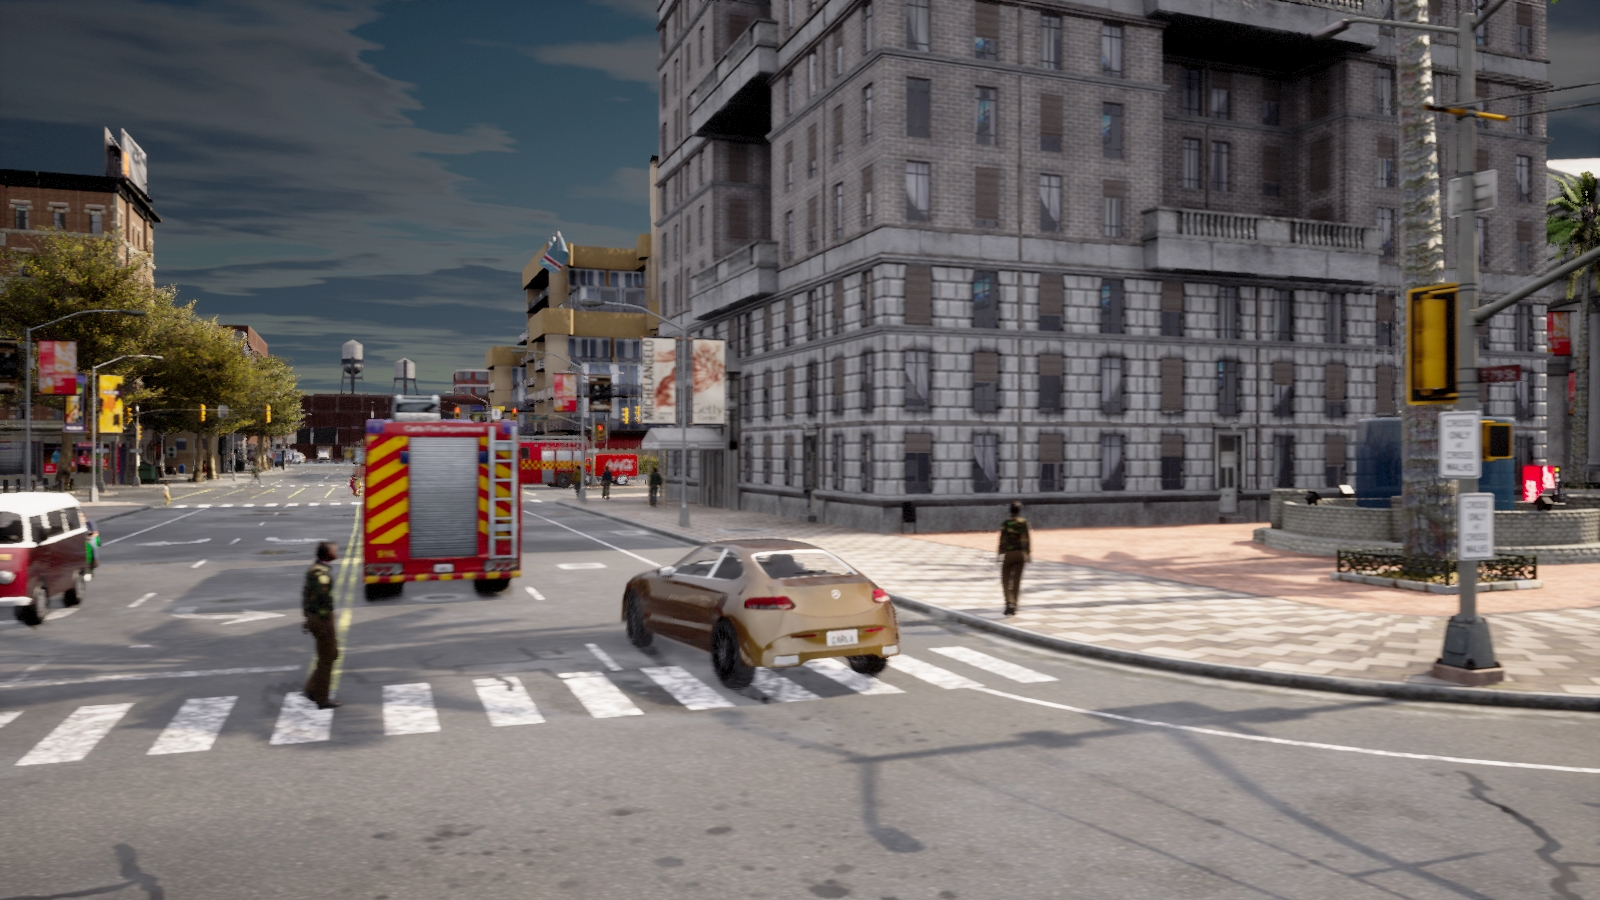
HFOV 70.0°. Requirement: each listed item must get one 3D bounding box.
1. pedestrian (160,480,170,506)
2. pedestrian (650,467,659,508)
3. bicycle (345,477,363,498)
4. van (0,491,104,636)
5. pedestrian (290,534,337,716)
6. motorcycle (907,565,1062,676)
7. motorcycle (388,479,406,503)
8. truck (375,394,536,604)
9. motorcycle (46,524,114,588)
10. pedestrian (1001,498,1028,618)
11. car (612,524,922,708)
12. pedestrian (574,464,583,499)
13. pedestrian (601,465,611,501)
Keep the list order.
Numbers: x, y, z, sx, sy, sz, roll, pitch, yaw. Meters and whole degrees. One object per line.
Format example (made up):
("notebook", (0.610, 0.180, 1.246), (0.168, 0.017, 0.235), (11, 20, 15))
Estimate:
("pedestrian", (-31.656, 2.133, 56.946), (0.375, 1.300, 0.375), (0, 0, -21))
("pedestrian", (-6.653, 1.700, 52.276), (0.375, 1.860, 0.375), (0, 0, -19))
("bicycle", (-26.570, 2.215, 68.092), (0.329, 1.171, 1.835), (2, 0, 0))
("van", (-13.338, 1.784, 19.108), (2.069, 2.038, 4.480), (0, 0, -20))
("pedestrian", (-5.197, 1.850, 12.213), (0.375, 1.860, 0.375), (0, 0, -39))
("motorcycle", (2.397, 2.183, 14.874), (1.805, 1.236, 0.856), (0, 0, -21))
("motorcycle", (-22.003, 2.210, 62.295), (0.867, 1.251, 2.209), (0, 0, -21))
("truck", (-7.866, 0.892, 25.290), (2.891, 3.827, 8.468), (0, 0, -20))
("motorcycle", (-15.165, 2.215, 24.118), (0.803, 1.145, 2.033), (0, 0, -20))
("pedestrian", (3.379, 1.697, 18.025), (0.375, 1.860, 0.375), (0, 0, 4))
("car", (-0.673, 1.993, 15.230), (2.152, 1.651, 5.027), (0, 0, -28))
("pedestrian", (-11.903, 1.700, 61.302), (0.375, 1.860, 0.375), (0, 0, -30))
("pedestrian", (-10.147, 1.700, 59.732), (0.375, 1.860, 0.375), (0, 0, -35))
